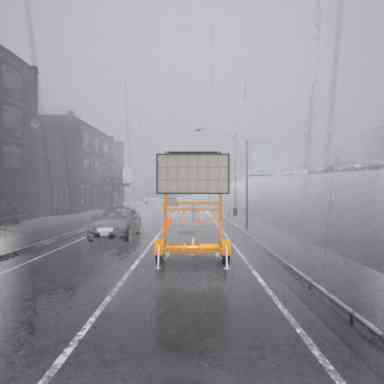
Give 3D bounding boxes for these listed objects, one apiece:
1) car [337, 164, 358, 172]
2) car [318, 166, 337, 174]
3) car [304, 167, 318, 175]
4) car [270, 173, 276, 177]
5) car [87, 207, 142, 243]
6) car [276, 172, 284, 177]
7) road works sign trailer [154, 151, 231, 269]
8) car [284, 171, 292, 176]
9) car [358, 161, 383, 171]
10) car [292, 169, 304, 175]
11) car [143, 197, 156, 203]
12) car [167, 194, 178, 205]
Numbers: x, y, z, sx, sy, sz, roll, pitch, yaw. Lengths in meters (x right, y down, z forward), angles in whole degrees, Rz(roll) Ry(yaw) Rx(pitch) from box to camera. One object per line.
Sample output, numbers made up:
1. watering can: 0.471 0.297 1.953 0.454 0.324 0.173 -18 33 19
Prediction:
1. car: 24.216 -3.431 49.498 2.002 1.452 4.674 0 1 -7
2. car: 23.511 -3.542 54.972 2.163 1.488 4.792 0 1 -6
3. car: 22.888 -3.803 60.662 2.185 1.767 4.553 0 1 -5
4. car: 21.696 -4.057 82.764 2.231 1.521 4.892 0 1 -1
5. car: -3.607 1.485 16.137 2.128 1.511 4.902 0 0 0
6. car: 21.827 -3.978 77.246 2.231 1.521 4.892 0 1 -1
7. road works sign trailer: 0.034 0.460 11.070 2.380 3.560 2.880 0 0 1
8. car: 22.063 -3.841 71.704 2.002 1.452 4.674 0 1 -3
9. car: 25.023 -3.369 44.137 2.231 1.521 4.892 0 1 -9
10. car: 22.418 -3.779 66.168 2.097 1.535 5.008 0 1 -4
11. car: -10.841 2.124 85.587 2.097 1.767 4.553 -1 -2 -28
12. car: -3.786 1.324 60.152 2.150 2.045 5.566 0 -1 -2
